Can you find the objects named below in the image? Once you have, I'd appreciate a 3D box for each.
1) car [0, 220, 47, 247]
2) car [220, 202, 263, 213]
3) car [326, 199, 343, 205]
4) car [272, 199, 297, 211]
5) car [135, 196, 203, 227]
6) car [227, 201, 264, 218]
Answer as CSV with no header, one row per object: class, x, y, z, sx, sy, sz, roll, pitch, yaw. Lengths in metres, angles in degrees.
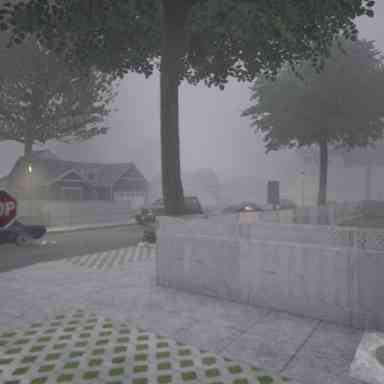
car,-8.357,1.608,12.989,1.895,1.301,4.718,1,0,35
car,3.726,1.667,25.154,1.994,1.385,4.181,1,0,35
car,22.234,1.783,51.667,1.994,1.385,4.181,1,0,35
car,11.578,1.629,41.475,2.128,1.511,4.902,1,0,35
car,-1.425,1.277,22.902,2.150,2.045,5.566,1,0,35
car,5.332,1.661,32.591,1.994,1.385,4.181,1,0,35
